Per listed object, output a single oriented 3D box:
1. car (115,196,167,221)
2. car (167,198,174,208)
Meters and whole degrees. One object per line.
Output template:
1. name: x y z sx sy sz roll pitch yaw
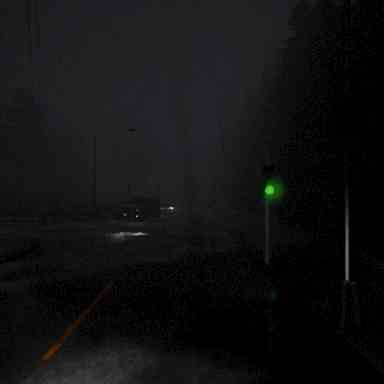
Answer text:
1. car: -4.374 1.387 28.200 2.150 2.045 5.566 2 0 16
2. car: -3.931 1.674 52.231 1.812 1.442 4.674 0 0 0
